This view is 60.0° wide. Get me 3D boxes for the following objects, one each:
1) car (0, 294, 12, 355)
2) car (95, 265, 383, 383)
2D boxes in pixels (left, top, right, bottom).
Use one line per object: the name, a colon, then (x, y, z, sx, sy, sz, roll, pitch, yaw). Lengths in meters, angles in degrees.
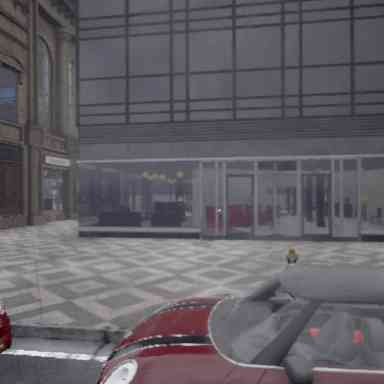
car: (-4.407, 1.452, 3.796, 4.097, 1.590, 1.967, 0, 0, 8)
car: (1.171, 1.430, 2.980, 4.097, 1.590, 1.967, 0, 0, 8)
